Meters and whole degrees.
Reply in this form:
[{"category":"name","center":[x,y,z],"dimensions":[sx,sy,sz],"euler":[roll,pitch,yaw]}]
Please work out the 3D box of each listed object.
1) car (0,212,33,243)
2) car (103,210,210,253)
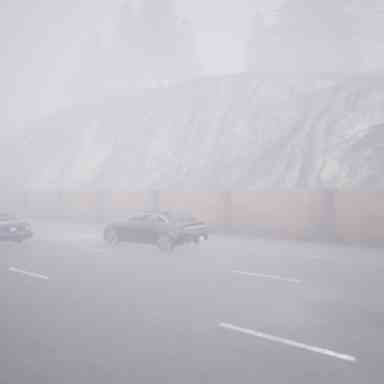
[{"category":"car","center":[-9.272,1.572,14.901],"dimensions":[5.357,1.411,2.033],"euler":[0,0,35]},{"category":"car","center":[-1.618,1.506,13.743],"dimensions":[4.902,1.511,2.128],"euler":[0,0,35]}]
